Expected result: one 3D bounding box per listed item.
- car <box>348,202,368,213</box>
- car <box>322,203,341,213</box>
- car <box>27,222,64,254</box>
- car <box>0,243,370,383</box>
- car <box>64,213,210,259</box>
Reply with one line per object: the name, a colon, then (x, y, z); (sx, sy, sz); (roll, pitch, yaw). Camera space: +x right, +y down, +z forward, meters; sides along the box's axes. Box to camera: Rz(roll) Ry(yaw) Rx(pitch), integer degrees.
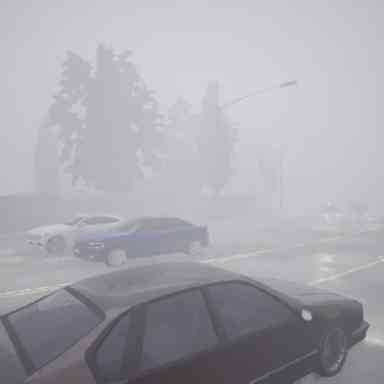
car: (23.247, 2.148, 46.667); (1.837, 1.490, 4.892); (0, -1, 14)
car: (19.934, 2.284, 47.576); (1.895, 1.301, 4.718); (-1, -1, 14)
car: (-4.390, 1.617, 14.054); (4.674, 1.442, 1.812); (1, -1, -39)
car: (-0.107, 1.568, 3.795); (5.357, 1.411, 2.033); (0, 0, -37)
car: (-1.601, 1.558, 11.817); (5.008, 1.535, 1.882); (1, -1, -39)
